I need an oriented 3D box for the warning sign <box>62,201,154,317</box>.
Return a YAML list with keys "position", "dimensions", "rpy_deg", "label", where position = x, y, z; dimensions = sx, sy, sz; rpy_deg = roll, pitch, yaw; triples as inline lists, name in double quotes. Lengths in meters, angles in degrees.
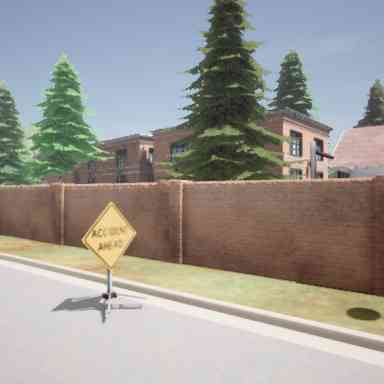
- position: [-1.547, 1.114, 6.262]
  dimensions: [1.060, 1.860, 1.300]
  rpy_deg: [0, 0, 36]
  label: "warning sign"
